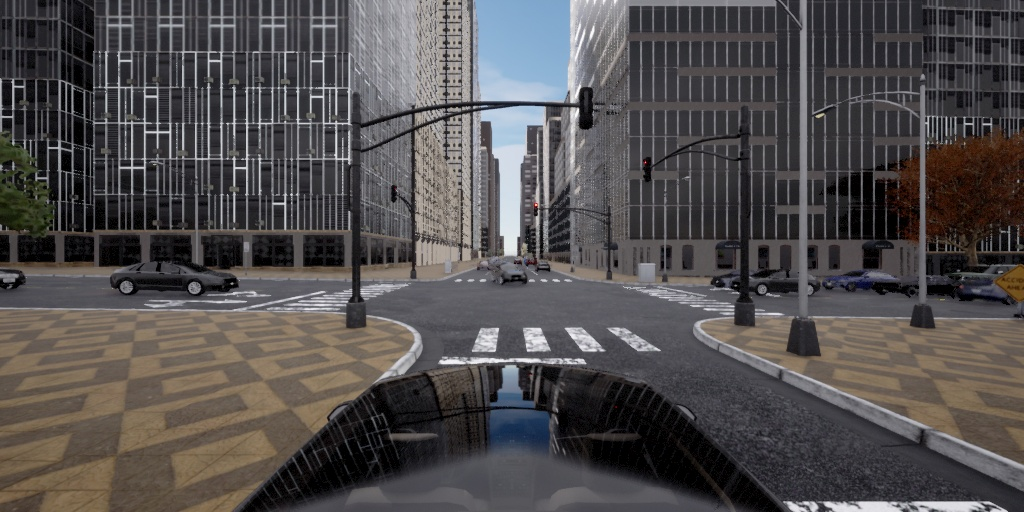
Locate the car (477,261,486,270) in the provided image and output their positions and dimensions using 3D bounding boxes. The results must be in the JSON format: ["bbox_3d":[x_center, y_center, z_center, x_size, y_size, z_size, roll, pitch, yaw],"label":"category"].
[{"bbox_3d":[-4.054,1.346,51.469,1.802,1.307,4.207,0,0,0],"label":"car"}]

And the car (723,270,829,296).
[{"bbox_3d":[15.787,1.566,21.588,4.892,1.490,1.837,1,0,-4],"label":"car"}]

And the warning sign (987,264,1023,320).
[{"bbox_3d":[17.269,1.205,12.186,1.060,1.860,1.300,0,0,-3],"label":"warning sign"}]

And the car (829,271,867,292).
[{"bbox_3d":[24.559,1.743,25.242,4.674,1.442,1.812,1,0,-3],"label":"car"}]

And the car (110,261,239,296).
[{"bbox_3d":[-15.514,0.996,16.653,4.892,1.490,1.837,1,0,-3],"label":"car"}]

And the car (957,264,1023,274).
[{"bbox_3d":[34.186,1.612,25.691,5.566,2.045,2.150,1,0,-3],"label":"car"}]

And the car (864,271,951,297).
[{"bbox_3d":[25.030,1.828,22.013,4.718,1.301,1.895,1,0,-3],"label":"car"}]

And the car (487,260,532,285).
[{"bbox_3d":[-0.303,1.280,26.390,1.837,1.490,4.892,-1,0,-14],"label":"car"}]

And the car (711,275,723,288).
[{"bbox_3d":[16.157,1.631,24.848,4.181,1.385,1.994,1,0,-3],"label":"car"}]

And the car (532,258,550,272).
[{"bbox_3d":[3.902,1.332,45.981,1.948,1.339,4.313,0,0,0],"label":"car"}]

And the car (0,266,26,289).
[{"bbox_3d":[-25.297,0.803,16.198,4.902,1.511,2.128,1,0,-3],"label":"car"}]

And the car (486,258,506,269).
[{"bbox_3d":[-1.545,1.260,42.399,2.128,1.511,4.902,0,0,0],"label":"car"}]

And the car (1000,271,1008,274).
[{"bbox_3d":[34.122,1.916,22.429,4.674,1.442,1.812,1,0,-2],"label":"car"}]

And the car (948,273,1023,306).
[{"bbox_3d":[25.985,1.809,18.605,4.181,1.385,1.994,1,0,-3],"label":"car"}]
